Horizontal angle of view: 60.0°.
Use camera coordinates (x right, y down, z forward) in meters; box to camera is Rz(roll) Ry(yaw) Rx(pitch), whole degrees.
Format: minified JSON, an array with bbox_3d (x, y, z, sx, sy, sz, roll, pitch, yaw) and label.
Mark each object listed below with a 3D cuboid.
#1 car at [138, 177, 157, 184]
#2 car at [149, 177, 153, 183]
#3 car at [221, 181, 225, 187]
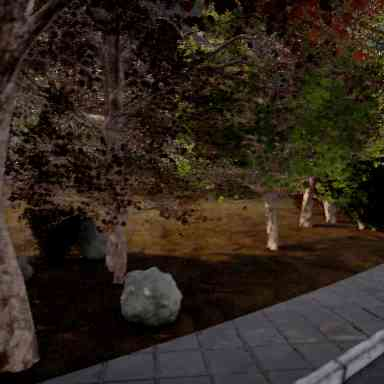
[{"bbox_3d":[-12.023,-3.070,89.739,2.231,1.521,4.892,4,2,34],"label":"car"},{"bbox_3d":[-9.718,-2.894,88.201,2.231,1.521,4.892,4,2,34],"label":"car"},{"bbox_3d":[8.654,-1.477,75.802,2.231,1.521,4.892,5,2,34],"label":"car"}]
